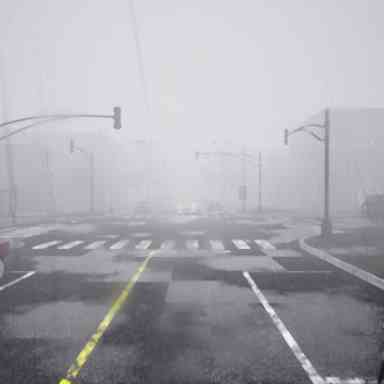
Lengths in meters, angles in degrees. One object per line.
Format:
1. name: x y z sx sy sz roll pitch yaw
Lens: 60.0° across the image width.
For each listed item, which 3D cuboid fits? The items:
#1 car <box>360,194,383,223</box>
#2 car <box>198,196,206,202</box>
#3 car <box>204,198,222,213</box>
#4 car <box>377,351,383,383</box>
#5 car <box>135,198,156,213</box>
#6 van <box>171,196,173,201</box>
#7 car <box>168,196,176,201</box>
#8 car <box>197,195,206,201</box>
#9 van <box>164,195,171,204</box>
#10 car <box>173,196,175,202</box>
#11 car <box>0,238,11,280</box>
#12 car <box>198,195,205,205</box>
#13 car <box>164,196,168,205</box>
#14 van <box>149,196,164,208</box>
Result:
1. car: 14.234 1.135 22.267 5.566 2.045 2.150 -1 0 -1
2. car: 2.690 1.900 89.487 1.887 1.381 4.507 -1 0 0
3. car: 2.688 1.685 39.740 1.752 1.417 4.829 -1 0 0
4. car: 2.689 1.573 1.507 1.947 1.339 4.313 -1 0 0
5. car: -5.691 1.741 39.570 1.802 1.307 4.206 0 0 0
6. van: -5.693 1.631 72.848 1.690 1.788 3.998 0 0 0
7. car: -5.691 1.921 95.033 1.887 1.381 4.507 0 0 0
8. car: 2.687 1.691 95.034 2.192 1.841 5.009 -1 0 0
9. van: -5.694 1.609 67.302 1.690 1.788 3.998 0 0 0
10. car: -5.692 1.921 89.486 1.947 1.339 4.313 0 0 0
11. car: -5.692 1.574 7.051 1.887 1.381 4.507 0 0 0
12. car: 2.689 1.819 67.301 2.008 1.369 4.403 -1 0 0
13. car: -5.692 1.769 56.209 1.887 1.381 4.507 0 0 0
14. van: -5.693 1.544 50.663 1.690 1.788 3.998 0 0 0
